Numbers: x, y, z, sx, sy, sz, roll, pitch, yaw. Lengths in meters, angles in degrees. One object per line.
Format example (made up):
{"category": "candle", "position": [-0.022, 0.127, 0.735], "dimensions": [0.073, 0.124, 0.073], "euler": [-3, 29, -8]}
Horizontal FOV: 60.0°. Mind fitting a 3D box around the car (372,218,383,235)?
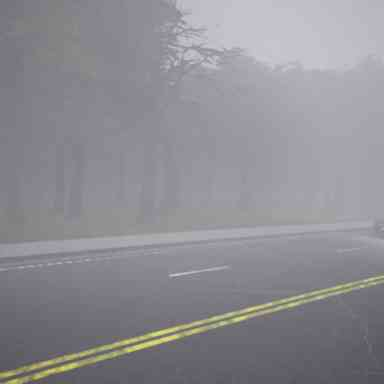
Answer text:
{"category": "car", "position": [12.090, 1.659, 18.400], "dimensions": [4.674, 1.442, 1.812], "euler": [0, 0, -27]}
